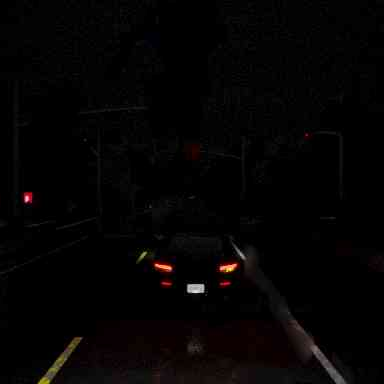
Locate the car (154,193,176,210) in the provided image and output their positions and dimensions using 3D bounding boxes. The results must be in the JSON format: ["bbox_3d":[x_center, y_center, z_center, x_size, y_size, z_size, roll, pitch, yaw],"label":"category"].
[{"bbox_3d":[-3.543,1.352,42.334,2.097,1.767,4.553,0,0,0],"label":"car"}]

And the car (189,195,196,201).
[{"bbox_3d":[0.099,1.525,80.931,2.128,1.511,4.902,0,0,0],"label":"car"}]

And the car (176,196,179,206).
[{"bbox_3d":[-3.531,1.221,52.023,2.150,2.045,5.566,0,0,0],"label":"car"}]

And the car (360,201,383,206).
[{"bbox_3d":[15.574,1.528,28.695,5.357,1.411,2.033,0,0,-6],"label":"car"}]

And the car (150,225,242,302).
[{"bbox_3d":[0.083,1.526,8.137,1.812,1.442,4.674,0,0,0],"label":"car"}]

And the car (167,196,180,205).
[{"bbox_3d":[-3.484,1.491,62.060,2.128,1.511,4.902,0,0,0],"label":"car"}]
